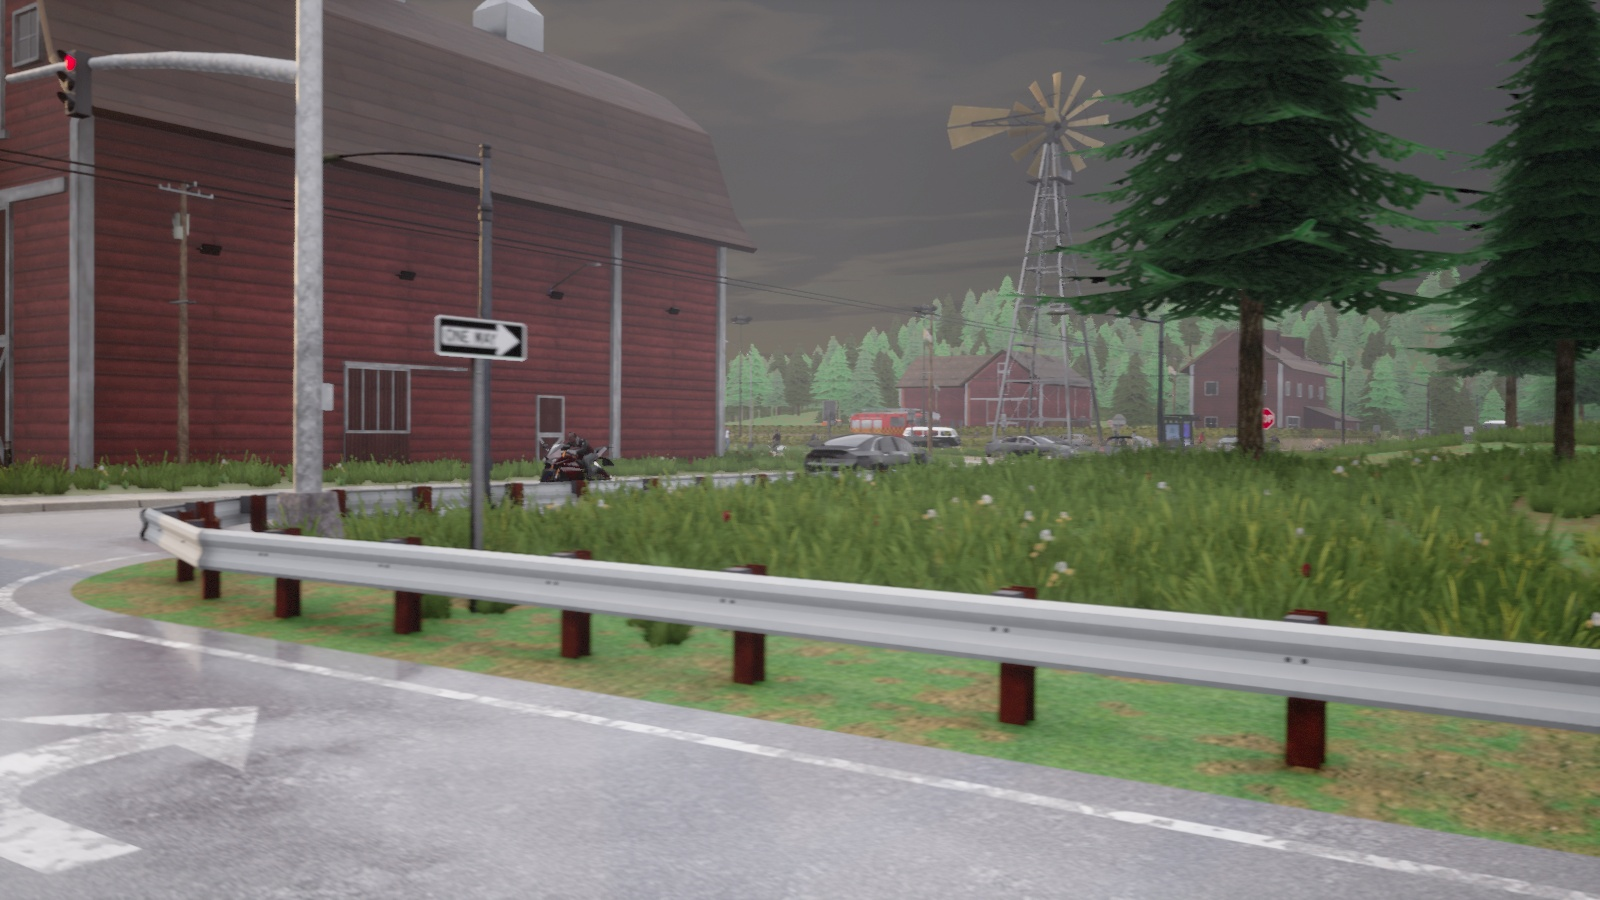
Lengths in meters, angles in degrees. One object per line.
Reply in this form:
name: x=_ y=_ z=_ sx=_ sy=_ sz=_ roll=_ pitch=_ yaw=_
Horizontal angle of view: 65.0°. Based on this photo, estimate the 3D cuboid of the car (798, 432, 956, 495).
car: x=2.107 y=0.296 z=32.822 sx=1.837 sy=1.490 sz=4.892 roll=0 pitch=1 yaw=35

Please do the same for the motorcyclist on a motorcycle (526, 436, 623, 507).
motorcyclist on a motorcycle: x=-5.106 y=0.450 z=28.537 sx=0.866 sy=1.530 sz=2.191 roll=0 pitch=1 yaw=35

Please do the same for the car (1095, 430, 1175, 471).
car: x=12.997 y=-0.009 z=48.587 sx=1.845 sy=1.501 sz=3.633 roll=0 pitch=1 yaw=35

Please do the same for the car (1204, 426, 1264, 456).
car: x=24.950 y=-0.521 z=72.050 sx=2.033 sy=1.649 sz=4.856 roll=0 pitch=1 yaw=35

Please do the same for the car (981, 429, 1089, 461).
car: x=11.595 y=-0.240 z=62.286 sx=4.902 sy=1.511 sz=2.128 roll=0 pitch=1 yaw=45

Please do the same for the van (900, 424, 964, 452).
van: x=10.116 y=-0.921 z=96.071 sx=4.480 sy=2.038 sz=2.069 roll=0 pitch=1 yaw=17
